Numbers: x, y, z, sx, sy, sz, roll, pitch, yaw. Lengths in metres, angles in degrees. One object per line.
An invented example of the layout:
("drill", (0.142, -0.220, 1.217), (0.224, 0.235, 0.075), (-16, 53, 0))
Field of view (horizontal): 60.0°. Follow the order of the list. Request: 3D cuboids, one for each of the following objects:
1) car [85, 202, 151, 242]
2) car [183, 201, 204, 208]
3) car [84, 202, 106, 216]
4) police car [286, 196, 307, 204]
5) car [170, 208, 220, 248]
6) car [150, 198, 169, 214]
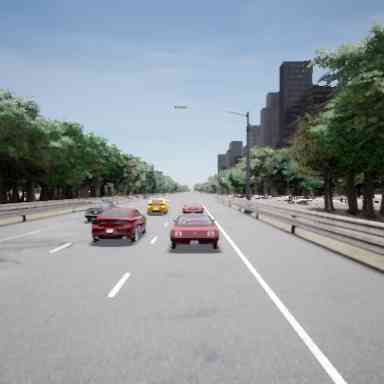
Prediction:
("car", (-3.403, 1.460, 16.265), (1.882, 1.535, 5.008), (0, 0, 0))
("car", (0.095, 1.534, 31.050), (1.895, 1.301, 4.718), (0, 0, 0))
("car", (-6.905, 1.499, 26.371), (2.033, 1.411, 5.357), (0, 0, 0))
("police car", (20.766, 1.540, 66.167), (2.038, 1.542, 4.974), (0, 1, -38))
("car", (0.098, 1.586, 14.610), (1.895, 1.301, 4.718), (0, 0, 0))
("car", (-3.406, 1.399, 34.128), (1.882, 1.535, 5.008), (0, 0, 0))
